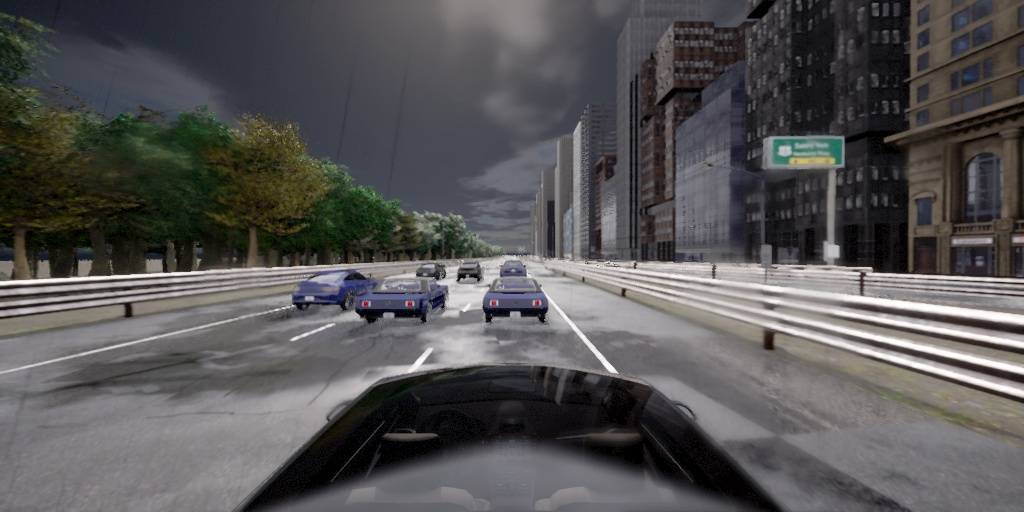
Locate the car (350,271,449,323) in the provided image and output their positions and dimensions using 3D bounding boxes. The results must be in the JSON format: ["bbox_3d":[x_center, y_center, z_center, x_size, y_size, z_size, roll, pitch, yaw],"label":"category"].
[{"bbox_3d":[-3.400,1.359,12.133,1.895,1.301,4.718,0,0,0],"label":"car"}]

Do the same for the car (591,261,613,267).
[{"bbox_3d":[13.109,1.460,52.995,1.994,1.385,4.181,0,0,-16],"label":"car"}]

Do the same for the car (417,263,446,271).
[{"bbox_3d":[-6.900,1.306,30.824,1.812,1.442,4.674,0,0,0],"label":"car"}]

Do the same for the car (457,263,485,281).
[{"bbox_3d":[-3.399,1.283,29.887,1.837,1.490,4.892,0,0,0],"label":"car"}]

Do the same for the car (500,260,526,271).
[{"bbox_3d":[0.099,1.130,29.517,2.097,1.767,4.553,0,0,0],"label":"car"}]

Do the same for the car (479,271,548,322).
[{"bbox_3d":[0.100,1.359,12.314,1.895,1.301,4.718,0,0,0],"label":"car"}]

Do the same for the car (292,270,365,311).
[{"bbox_3d":[-6.898,1.286,14.514,1.812,1.442,4.674,0,0,0],"label":"car"}]
